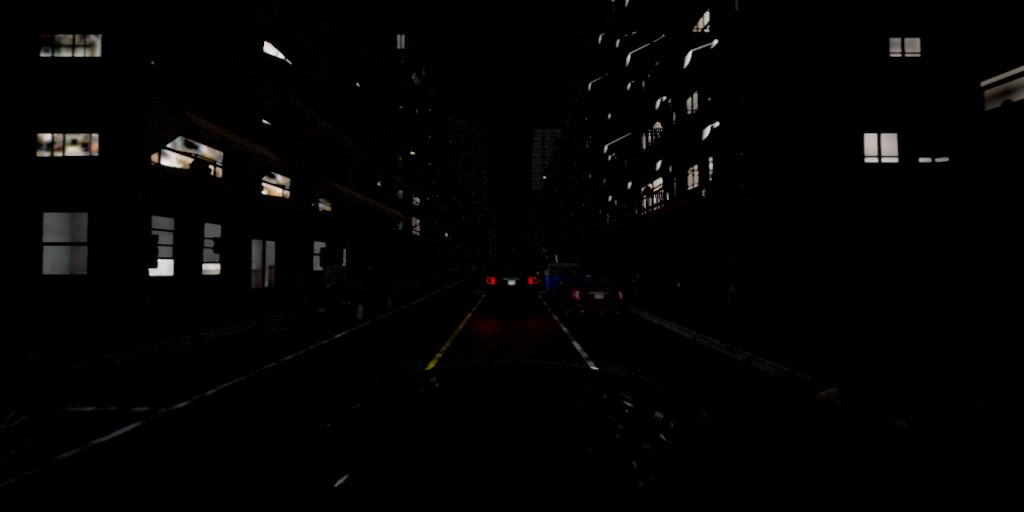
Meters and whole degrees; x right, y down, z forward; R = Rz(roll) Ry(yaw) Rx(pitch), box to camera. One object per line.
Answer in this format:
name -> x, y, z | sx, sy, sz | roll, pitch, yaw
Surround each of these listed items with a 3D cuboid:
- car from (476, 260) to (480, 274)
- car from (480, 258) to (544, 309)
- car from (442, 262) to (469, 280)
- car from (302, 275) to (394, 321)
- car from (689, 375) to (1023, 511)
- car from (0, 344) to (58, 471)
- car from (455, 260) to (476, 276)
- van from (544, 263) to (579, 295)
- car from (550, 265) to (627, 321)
car -> -5.742, 1.741, 51.565 | 1.751, 1.417, 4.829 | 0, 0, 0
car -> -0.013, 1.100, 15.869 | 2.150, 2.045, 5.566 | 0, 0, 0
car -> -5.725, 1.614, 35.114 | 2.007, 1.370, 4.403 | 0, 0, 0
car -> -5.701, 1.401, 12.952 | 1.888, 1.381, 4.507 | 0, 0, 0
car -> 2.692, 1.318, 1.931 | 1.948, 1.339, 4.313 | 0, 0, 0
car -> -5.690, 1.192, 1.871 | 1.967, 1.591, 4.097 | 0, 0, 0
car -> -5.730, 1.429, 40.654 | 2.192, 1.841, 5.009 | 0, 0, 0
van -> 2.675, 1.249, 18.553 | 1.690, 1.789, 3.998 | 0, 0, 0
car -> 2.680, 1.296, 13.013 | 1.967, 1.591, 4.097 | 0, 0, 0
